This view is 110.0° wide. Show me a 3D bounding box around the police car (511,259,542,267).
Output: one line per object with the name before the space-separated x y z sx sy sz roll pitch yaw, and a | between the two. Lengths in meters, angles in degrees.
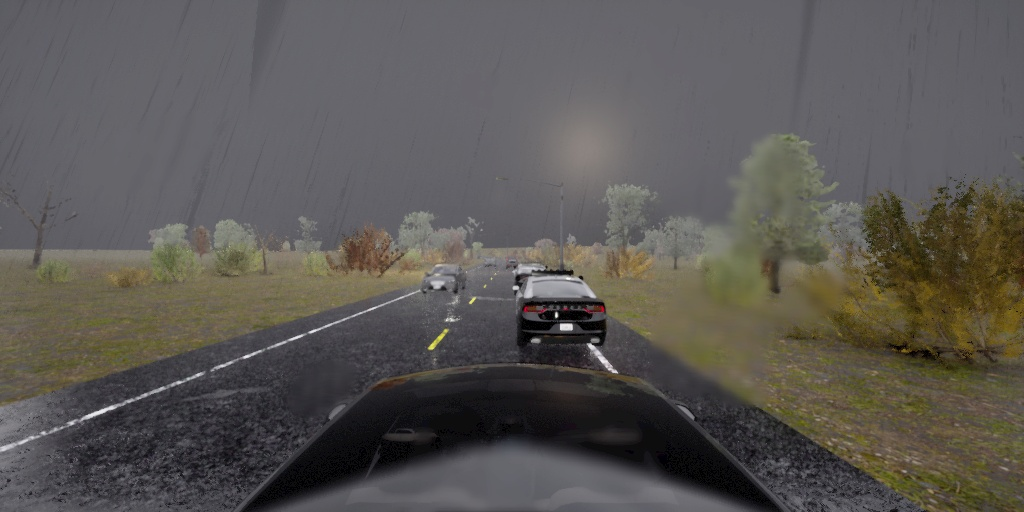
police car | 1.049 1.155 19.514 1.930 1.638 5.238 0 0 0

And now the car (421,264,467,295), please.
car | -3.601 1.220 19.720 2.128 1.511 4.902 0 0 0

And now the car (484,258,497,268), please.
car | -3.536 1.131 59.210 1.837 1.490 4.892 0 0 0

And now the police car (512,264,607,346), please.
police car | 1.050 1.168 9.512 1.930 1.638 5.238 0 0 0

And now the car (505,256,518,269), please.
car | 0.056 1.153 52.581 1.837 1.490 4.892 0 0 0
